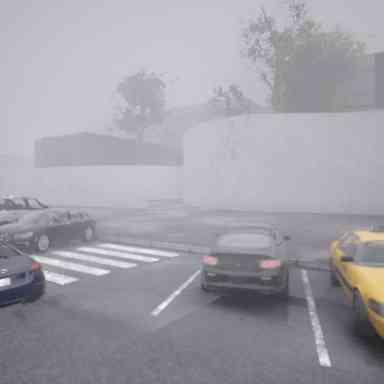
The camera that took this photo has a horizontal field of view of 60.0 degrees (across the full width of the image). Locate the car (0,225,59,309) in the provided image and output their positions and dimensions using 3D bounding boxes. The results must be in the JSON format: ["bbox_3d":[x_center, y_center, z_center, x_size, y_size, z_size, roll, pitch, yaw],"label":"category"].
[{"bbox_3d":[-4.916,1.525,6.885,4.181,1.385,1.994,0,0,36],"label":"car"}]

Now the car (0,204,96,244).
[{"bbox_3d":[-5.801,1.440,13.635,2.231,1.521,4.892,1,-1,15],"label":"car"}]

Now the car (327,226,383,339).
[{"bbox_3d":[3.853,1.483,6.522,1.946,1.575,5.366,1,0,15],"label":"car"}]

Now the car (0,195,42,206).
[{"bbox_3d":[-8.232,1.180,15.393,2.435,2.045,5.566,0,-1,16],"label":"car"}]

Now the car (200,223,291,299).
[{"bbox_3d":[1.469,1.513,8.431,2.002,1.452,4.674,0,-1,16],"label":"car"}]
